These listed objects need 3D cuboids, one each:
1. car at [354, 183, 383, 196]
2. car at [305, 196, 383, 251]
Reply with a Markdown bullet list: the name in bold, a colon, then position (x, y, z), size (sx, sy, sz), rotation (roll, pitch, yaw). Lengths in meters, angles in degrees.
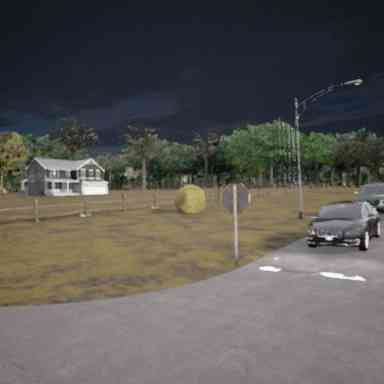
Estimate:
- **car**: position (11.430, 0.476, 20.380), size (2.150, 2.045, 5.566), rotation (-3, 1, 36)
- **car**: position (5.676, 1.117, 12.327), size (1.837, 1.490, 4.892), rotation (-3, 1, 36)
